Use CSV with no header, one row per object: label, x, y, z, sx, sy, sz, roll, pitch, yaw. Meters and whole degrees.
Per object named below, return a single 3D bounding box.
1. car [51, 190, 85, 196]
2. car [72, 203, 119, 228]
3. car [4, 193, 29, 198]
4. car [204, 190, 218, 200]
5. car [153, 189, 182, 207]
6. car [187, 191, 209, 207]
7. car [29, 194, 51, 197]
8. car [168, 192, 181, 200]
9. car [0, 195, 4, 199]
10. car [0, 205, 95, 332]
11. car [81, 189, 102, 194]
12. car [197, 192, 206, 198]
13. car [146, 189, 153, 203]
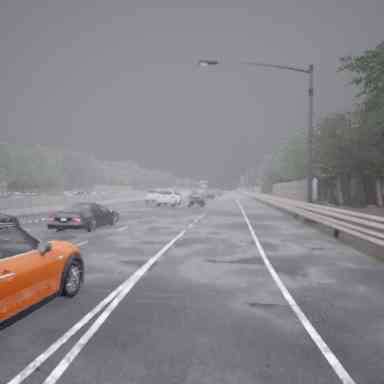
car,-16.515,0.891,44.812,1.812,1.442,4.674,0,1,7
car,-5.620,1.299,17.839,2.033,1.411,5.357,0,1,7
car,-23.386,0.868,46.223,1.994,1.385,4.181,0,1,8
car,3.613,0.803,65.047,1.837,1.490,4.892,0,1,7
car,-2.823,0.723,40.949,2.150,2.045,5.566,0,1,7
car,0.734,1.028,41.234,1.837,1.490,4.892,0,1,7
car,-19.924,0.897,45.715,1.994,1.385,4.181,0,1,8
car,-3.337,0.767,65.885,1.812,1.442,4.674,0,1,7
car,-26.613,0.857,48.513,1.895,1.301,4.718,0,1,7
car,-3.589,1.261,5.472,2.097,1.767,4.553,0,1,7
car,-18.025,0.394,61.003,1.895,1.301,4.718,0,1,7
car,2.531,0.732,85.262,1.895,1.301,4.718,0,0,7
car,-5.308,0.609,49.555,2.150,2.045,5.566,0,1,7
